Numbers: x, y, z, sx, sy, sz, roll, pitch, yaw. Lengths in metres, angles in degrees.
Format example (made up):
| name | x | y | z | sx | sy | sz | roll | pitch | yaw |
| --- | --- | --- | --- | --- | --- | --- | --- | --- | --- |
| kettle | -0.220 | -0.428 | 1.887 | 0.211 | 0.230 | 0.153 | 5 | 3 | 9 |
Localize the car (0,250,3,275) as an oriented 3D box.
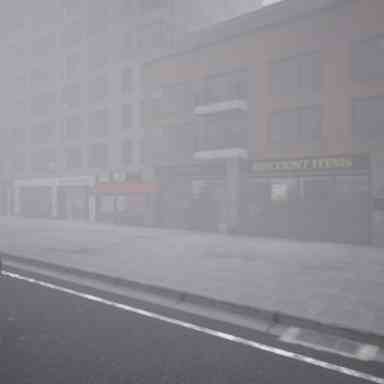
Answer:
| name | x | y | z | sx | sy | sz | roll | pitch | yaw |
| --- | --- | --- | --- | --- | --- | --- | --- | --- | --- |
| car | -6.510 | 1.530 | 8.316 | 4.674 | 1.442 | 1.812 | 0 | 0 | 35 |
